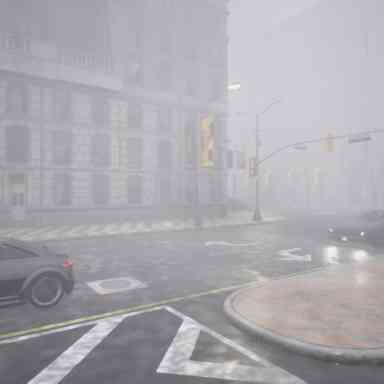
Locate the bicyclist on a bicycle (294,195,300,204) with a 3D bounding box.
[{"bbox_3d":[17.991,1.293,57.149,1.656,1.620,0.582,0,0,-35],"label":"bicyclist on a bicycle"}]

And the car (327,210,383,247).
[{"bbox_3d":[8.479,1.545,15.228,5.357,1.411,2.033,0,0,-34],"label":"car"}]

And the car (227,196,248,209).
[{"bbox_3d":[5.282,1.488,43.946,2.128,1.511,4.902,0,0,-35],"label":"car"}]

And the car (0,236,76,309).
[{"bbox_3d":[-4.462,1.564,6.359,4.181,1.385,1.994,0,0,-34],"label":"car"}]

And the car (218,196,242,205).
[{"bbox_3d":[6.825,1.520,60.604,1.812,1.442,4.674,0,0,-34],"label":"car"}]
